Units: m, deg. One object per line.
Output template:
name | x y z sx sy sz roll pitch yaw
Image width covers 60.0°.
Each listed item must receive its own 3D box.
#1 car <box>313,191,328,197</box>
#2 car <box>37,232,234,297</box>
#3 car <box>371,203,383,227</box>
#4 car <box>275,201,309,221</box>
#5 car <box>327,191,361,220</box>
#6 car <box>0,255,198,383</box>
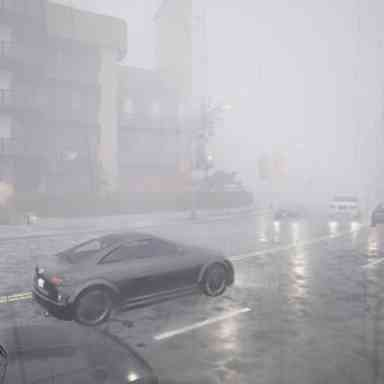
car | 34.339 1.210 86.109 2.185 1.767 4.553 0 0 -24
car | -1.076 1.558 7.071 4.181 1.385 1.994 0 0 -38
car | 12.903 1.484 21.575 2.128 1.511 4.902 0 0 36
car | 8.355 1.510 27.507 1.812 1.442 4.674 0 0 33
car | 13.179 1.208 28.516 2.150 2.045 5.566 0 0 30
car | -2.454 1.502 1.726 4.892 1.490 1.837 0 0 -34
